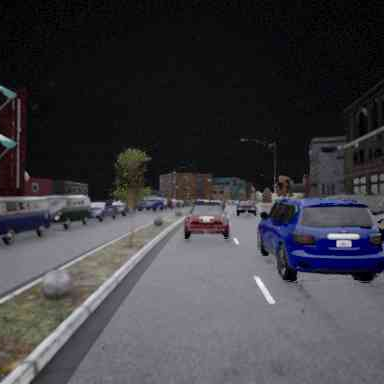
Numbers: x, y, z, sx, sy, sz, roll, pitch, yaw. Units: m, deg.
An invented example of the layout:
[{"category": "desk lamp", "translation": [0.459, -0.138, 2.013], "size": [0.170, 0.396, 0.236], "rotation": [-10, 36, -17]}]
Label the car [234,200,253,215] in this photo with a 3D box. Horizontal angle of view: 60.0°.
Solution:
[{"category": "car", "translation": [5.421, 1.624, 33.466], "size": [1.895, 1.301, 4.718], "rotation": [0, -1, 8]}]

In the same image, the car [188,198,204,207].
[{"category": "car", "translation": [0.863, 2.198, 69.966], "size": [2.185, 1.767, 4.553], "rotation": [0, -2, 16]}]

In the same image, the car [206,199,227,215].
[{"category": "car", "translation": [2.670, 1.552, 35.370], "size": [1.837, 1.490, 4.892], "rotation": [0, -1, 8]}]

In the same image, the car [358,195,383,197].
[{"category": "car", "translation": [8.555, 1.167, 19.199], "size": [5.566, 2.045, 2.435], "rotation": [0, 0, 5]}]

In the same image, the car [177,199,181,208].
[{"category": "car", "translation": [-3.067, 1.879, 53.771], "size": [2.231, 1.521, 4.892], "rotation": [0, -2, 12]}]

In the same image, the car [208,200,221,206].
[{"category": "car", "translation": [5.815, 2.769, 85.820], "size": [2.231, 1.521, 4.892], "rotation": [0, -2, 20]}]

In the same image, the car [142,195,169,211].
[{"category": "car", "translation": [-5.140, 1.386, 42.726], "size": [2.435, 2.045, 5.566], "rotation": [0, -1, 10]}]

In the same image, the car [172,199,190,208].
[{"category": "car", "translation": [-1.900, 2.062, 59.063], "size": [2.002, 1.452, 4.674], "rotation": [0, -2, 14]}]

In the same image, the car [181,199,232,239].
[{"category": "car", "translation": [0.799, 1.296, 17.227], "size": [2.097, 1.767, 4.553], "rotation": [0, 0, 4]}]

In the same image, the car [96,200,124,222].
[{"category": "car", "translation": [-7.323, 1.488, 26.280], "size": [2.002, 1.452, 4.674], "rotation": [0, 0, 6]}]

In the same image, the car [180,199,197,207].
[{"category": "car", "translation": [-0.596, 2.200, 64.424], "size": [2.163, 1.488, 4.792], "rotation": [0, -2, 15]}]

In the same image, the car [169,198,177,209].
[{"category": "car", "translation": [-4.156, 1.621, 48.246], "size": [2.185, 1.767, 4.553], "rotation": [0, -1, 11]}]

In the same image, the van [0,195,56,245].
[{"category": "van", "translation": [-8.283, 1.206, 15.113], "size": [1.878, 1.987, 4.442], "rotation": [0, 0, 4]}]

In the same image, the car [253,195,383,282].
[{"category": "car", "translation": [3.369, 1.191, 9.822], "size": [2.150, 2.045, 5.566], "rotation": [0, 0, 2]}]

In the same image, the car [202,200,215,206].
[{"category": "car", "translation": [4.048, 2.657, 80.561], "size": [2.002, 1.452, 4.674], "rotation": [0, -2, 18]}]

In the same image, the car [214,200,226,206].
[{"category": "car", "translation": [7.670, 2.937, 91.016], "size": [2.231, 1.521, 4.892], "rotation": [0, -2, 20]}]

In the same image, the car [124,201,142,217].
[{"category": "car", "translation": [-6.698, 1.529, 31.788], "size": [2.002, 1.452, 4.674], "rotation": [0, -1, 7]}]

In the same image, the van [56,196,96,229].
[{"category": "van", "translation": [-7.879, 1.203, 20.637], "size": [1.878, 1.987, 4.442], "rotation": [0, 0, 6]}]

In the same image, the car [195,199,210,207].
[{"category": "car", "translation": [2.396, 2.470, 75.268], "size": [2.097, 1.535, 5.008], "rotation": [0, -2, 17]}]
